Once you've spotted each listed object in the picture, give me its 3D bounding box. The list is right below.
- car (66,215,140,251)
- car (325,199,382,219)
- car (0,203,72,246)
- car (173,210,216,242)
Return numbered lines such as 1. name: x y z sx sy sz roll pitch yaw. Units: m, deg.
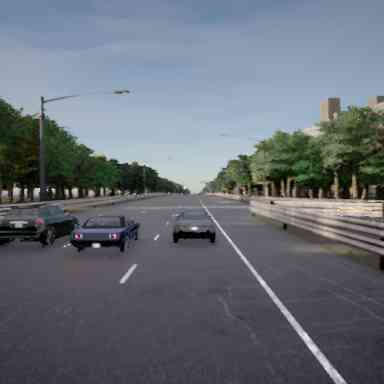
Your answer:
1. car: -3.396 1.602 14.043 1.895 1.301 4.718 0 0 0
2. car: 13.576 1.357 28.118 1.801 1.575 5.366 0 -1 -25
3. car: -6.895 1.352 15.373 2.097 1.767 4.553 0 0 0
4. car: 0.105 1.562 16.551 1.994 1.385 4.181 0 0 0
